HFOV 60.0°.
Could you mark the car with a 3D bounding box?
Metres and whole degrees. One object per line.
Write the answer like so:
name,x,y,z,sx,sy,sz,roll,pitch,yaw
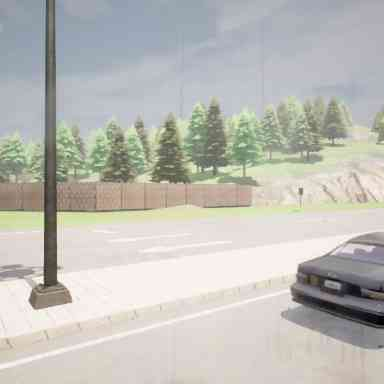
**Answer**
car,4.308,1.547,6.816,5.357,1.411,2.033,0,0,-35
